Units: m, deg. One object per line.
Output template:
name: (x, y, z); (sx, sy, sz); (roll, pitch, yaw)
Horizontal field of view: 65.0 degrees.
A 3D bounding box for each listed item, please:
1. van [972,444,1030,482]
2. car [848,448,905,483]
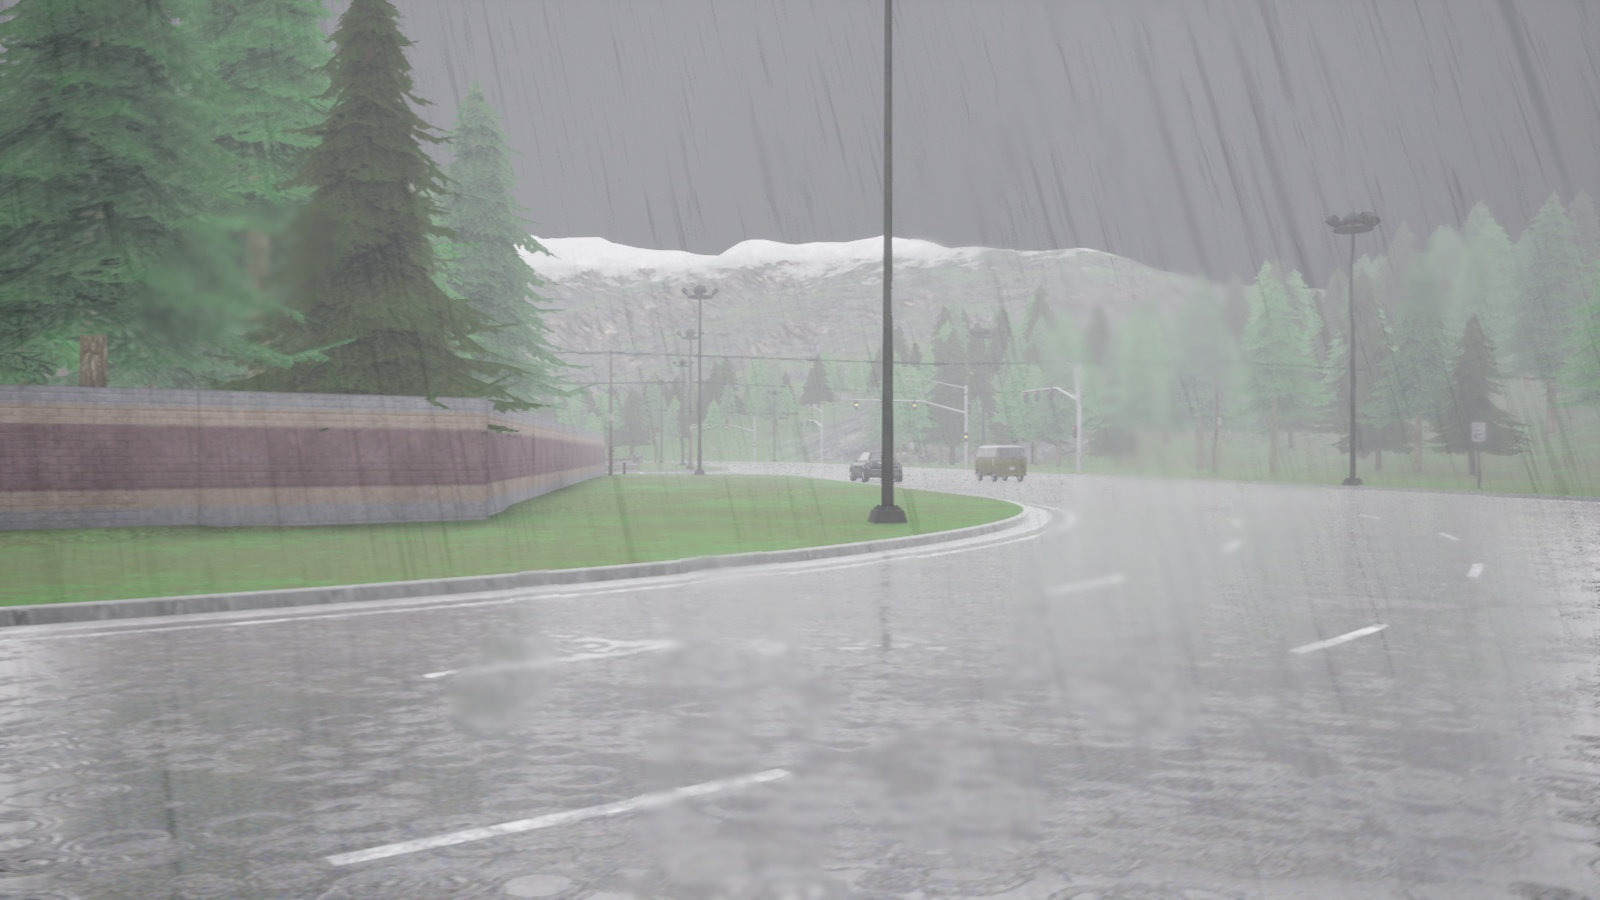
van: (10.916, 0.679, 68.495); (1.775, 1.987, 4.442); (0, 0, -9)
car: (4.044, 0.797, 67.139); (2.097, 1.767, 4.553); (0, 0, -9)
